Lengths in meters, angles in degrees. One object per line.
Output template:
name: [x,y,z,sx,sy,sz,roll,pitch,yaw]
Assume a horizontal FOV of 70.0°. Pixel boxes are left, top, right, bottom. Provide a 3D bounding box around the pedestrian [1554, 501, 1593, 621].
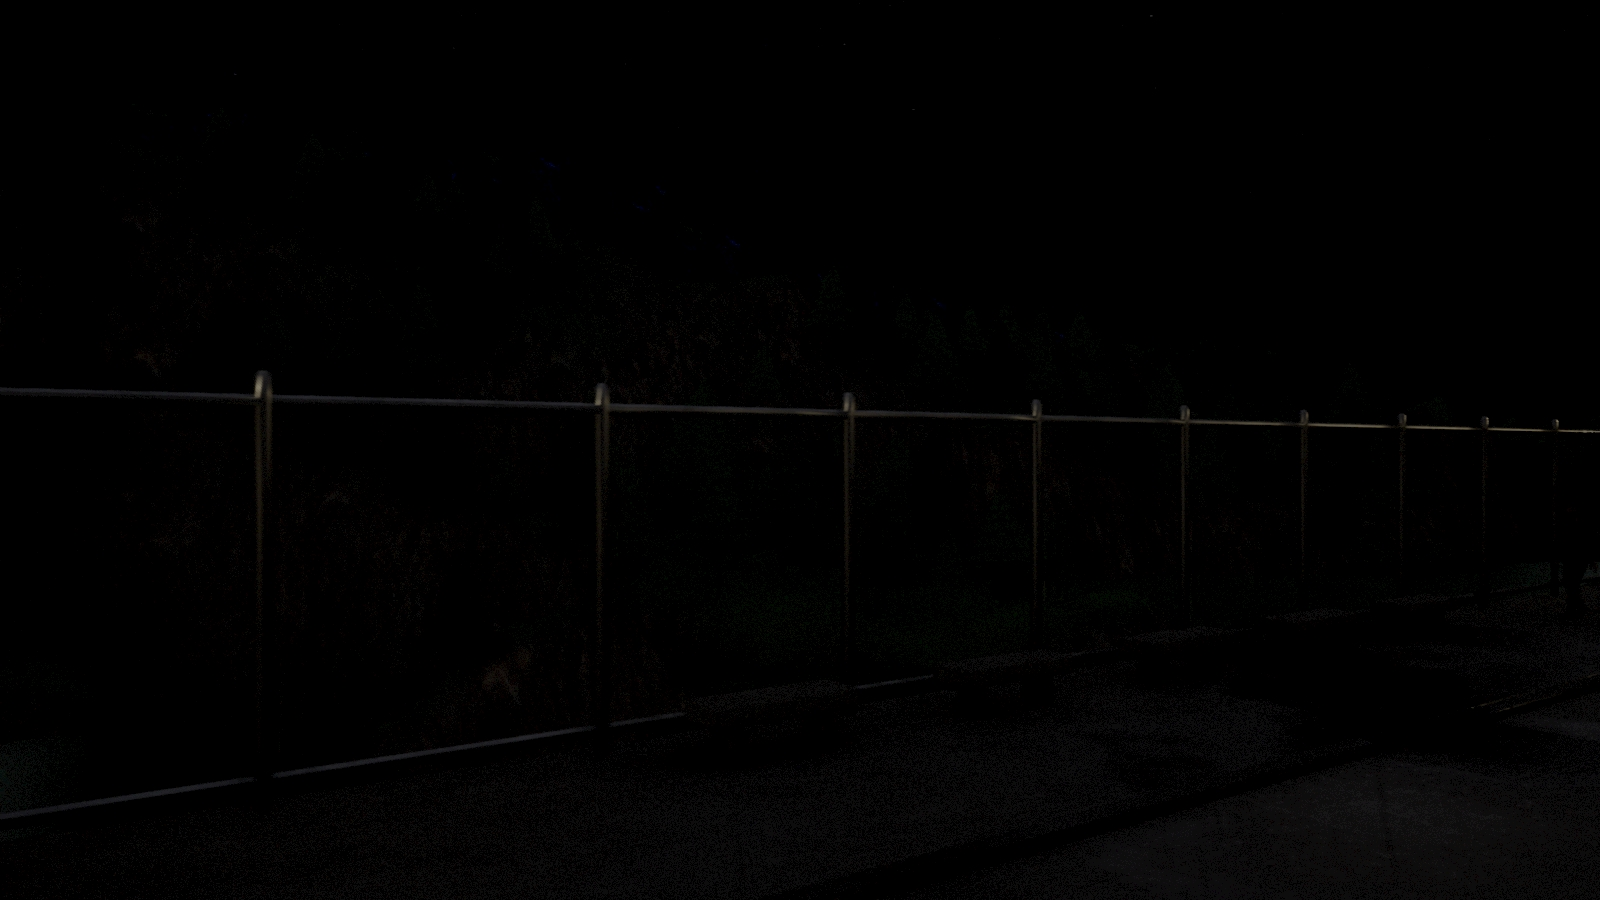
pedestrian: [12.318,1.760,18.203,0.375,1.860,0.375,0,0,-23]
